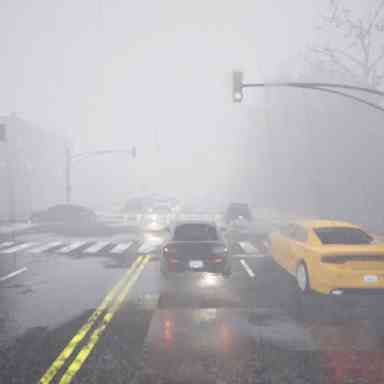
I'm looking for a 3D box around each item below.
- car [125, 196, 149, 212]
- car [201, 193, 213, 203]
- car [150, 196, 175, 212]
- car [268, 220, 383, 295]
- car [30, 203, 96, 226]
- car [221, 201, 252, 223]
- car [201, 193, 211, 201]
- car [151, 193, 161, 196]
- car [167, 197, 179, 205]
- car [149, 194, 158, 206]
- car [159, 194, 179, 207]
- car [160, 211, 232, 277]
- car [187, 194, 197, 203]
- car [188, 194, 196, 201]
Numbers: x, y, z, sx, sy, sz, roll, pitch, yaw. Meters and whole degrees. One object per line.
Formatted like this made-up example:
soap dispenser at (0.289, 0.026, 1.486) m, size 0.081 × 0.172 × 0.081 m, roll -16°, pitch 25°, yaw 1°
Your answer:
car at (-6.593, 1.441, 39.149) m, size 1.882 × 1.535 × 5.008 m, roll 0°, pitch 0°, yaw 0°
car at (3.238, 1.476, 68.271) m, size 2.033 × 1.411 × 5.357 m, roll 0°, pitch 0°, yaw 0°
car at (-3.343, 1.490, 38.473) m, size 1.812 × 1.442 × 4.674 m, roll 0°, pitch 0°, yaw 0°
car at (3.349, 1.471, 8.720) m, size 1.882 × 1.535 × 5.008 m, roll 0°, pitch 0°, yaw 0°
car at (-8.873, 1.521, 22.918) m, size 4.674 × 1.442 × 1.812 m, roll -1°, pitch -1°, yaw 19°
car at (3.348, 1.483, 25.310) m, size 1.837 × 1.490 × 4.892 m, roll 0°, pitch 0°, yaw 0°
car at (3.238, 1.108, 78.658) m, size 2.097 × 1.767 × 4.553 m, roll 0°, pitch 0°, yaw 0°
car at (-6.509, 1.162, 60.150) m, size 2.150 × 2.045 × 5.566 m, roll 0°, pitch 0°, yaw 0°
car at (-3.259, 1.543, 58.683) m, size 1.895 × 1.301 × 4.718 m, roll 0°, pitch 0°, yaw 0°
car at (-6.577, 1.430, 49.529) m, size 1.882 × 1.535 × 5.008 m, roll 0°, pitch 0°, yaw 0°
car at (-3.338, 1.479, 48.522) m, size 1.812 × 1.442 × 4.674 m, roll 0°, pitch 0°, yaw 1°
car at (0.096, 1.517, 10.071) m, size 1.812 × 1.442 × 4.674 m, roll 0°, pitch 0°, yaw 0°
car at (-0.011, 1.528, 68.717) m, size 1.895 × 1.301 × 4.718 m, roll 0°, pitch 0°, yaw 0°
car at (-0.012, 1.230, 78.688) m, size 1.882 × 1.535 × 5.008 m, roll 0°, pitch 0°, yaw 0°
